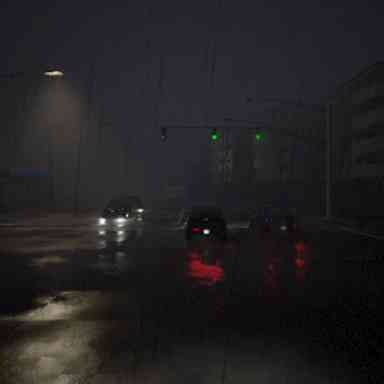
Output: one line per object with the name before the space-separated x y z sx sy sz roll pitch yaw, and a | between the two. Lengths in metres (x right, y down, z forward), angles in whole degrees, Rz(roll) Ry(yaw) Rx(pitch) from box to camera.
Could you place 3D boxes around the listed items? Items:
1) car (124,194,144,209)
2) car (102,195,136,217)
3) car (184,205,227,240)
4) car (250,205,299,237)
car | -6.900 1.187 40.065 1.837 1.490 4.892 0 0 -8
car | -6.431 1.290 29.030 1.837 1.490 4.892 0 1 -1
car | 0.667 1.388 16.366 1.837 1.490 4.892 0 0 2
car | 4.205 1.411 17.320 1.812 1.442 4.674 1 1 1
